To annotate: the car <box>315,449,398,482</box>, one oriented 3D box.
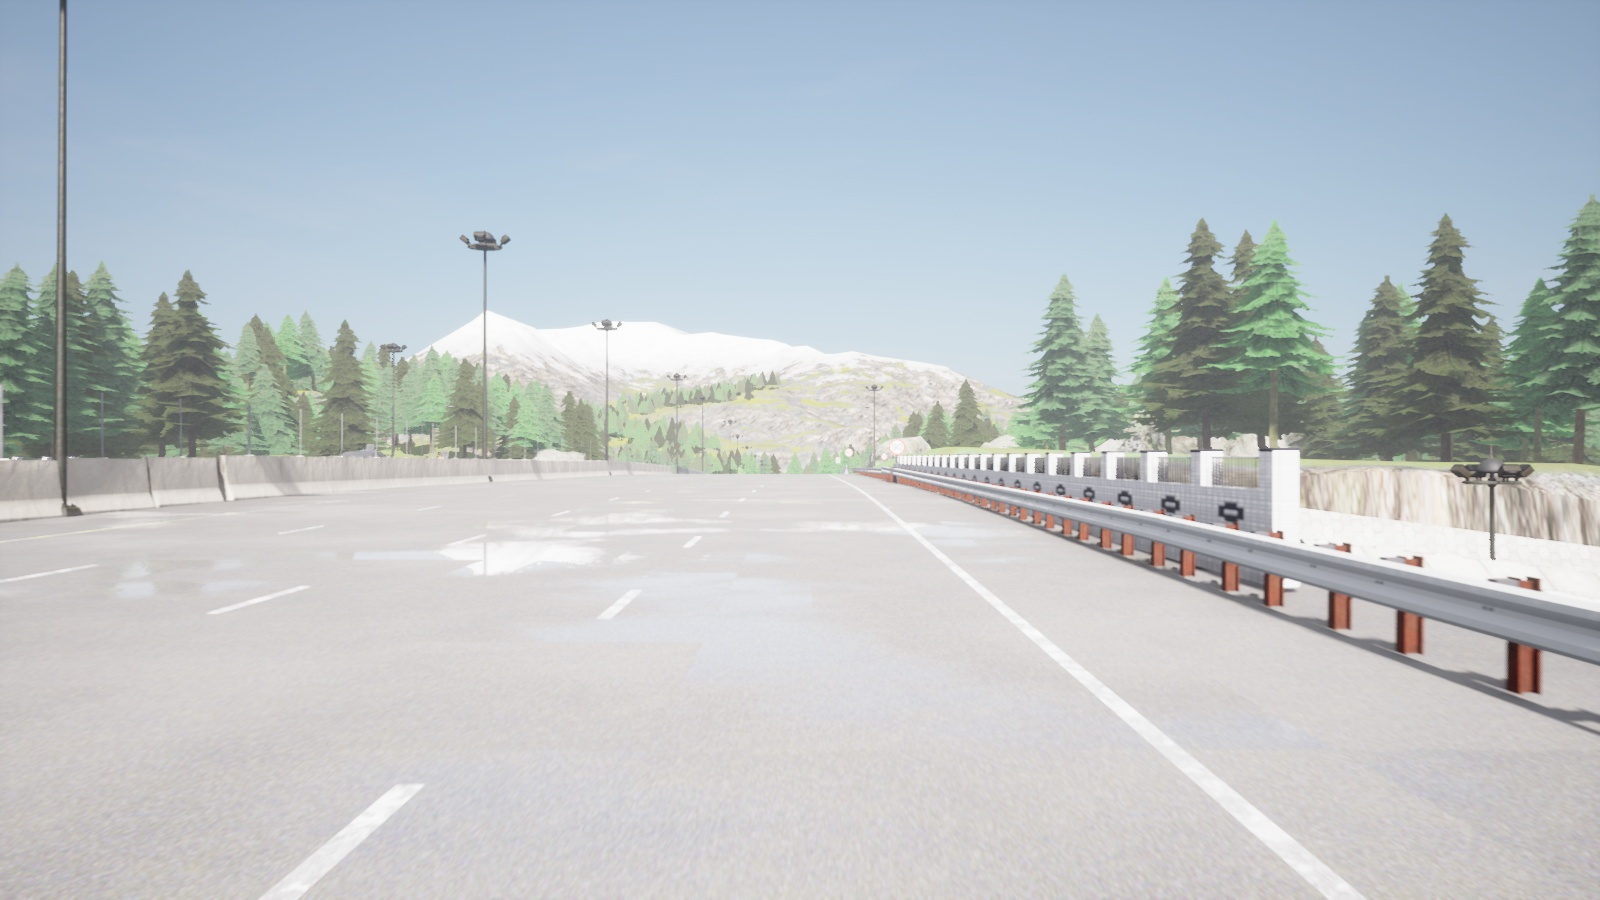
[{"bbox_3d":[-20.650,0.739,58.683,2.163,1.488,4.792,0,-1,0],"label":"car"}]
